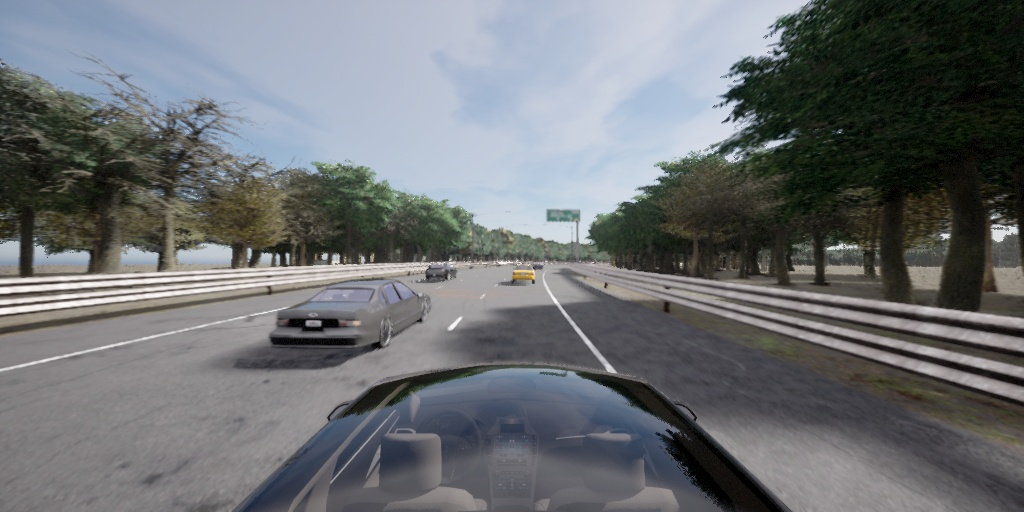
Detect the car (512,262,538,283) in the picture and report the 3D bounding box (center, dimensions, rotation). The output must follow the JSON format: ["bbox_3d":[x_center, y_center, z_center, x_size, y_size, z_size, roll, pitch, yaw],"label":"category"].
[{"bbox_3d":[0.971,1.317,29.097,1.801,1.575,5.366,0,0,4],"label":"car"}]

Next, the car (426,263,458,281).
[{"bbox_3d":[-5.981,1.332,30.946,2.128,1.511,4.902,0,0,4],"label":"car"}]

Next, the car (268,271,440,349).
[{"bbox_3d":[-3.561,1.293,9.100,2.033,1.411,5.357,0,0,2],"label":"car"}]

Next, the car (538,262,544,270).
[{"bbox_3d":[4.578,1.756,62.696,1.895,1.301,4.718,0,-1,9],"label":"car"}]
